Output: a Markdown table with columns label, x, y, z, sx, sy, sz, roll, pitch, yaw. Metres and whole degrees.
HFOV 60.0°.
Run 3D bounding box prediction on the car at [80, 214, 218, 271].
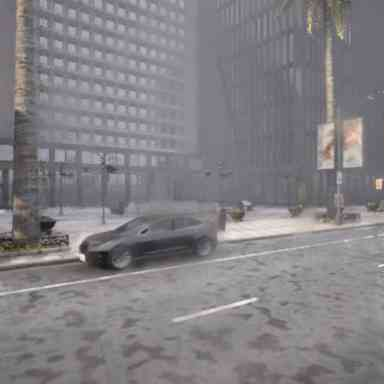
| label | x | y | z | sx | sy | sz | roll | pitch | yaw |
| --- | --- | --- | --- | --- | --- | --- | --- | --- | --- |
| car | -1.277 | 1.512 | 11.175 | 4.786 | 1.482 | 2.161 | 0 | 0 | -36 |
